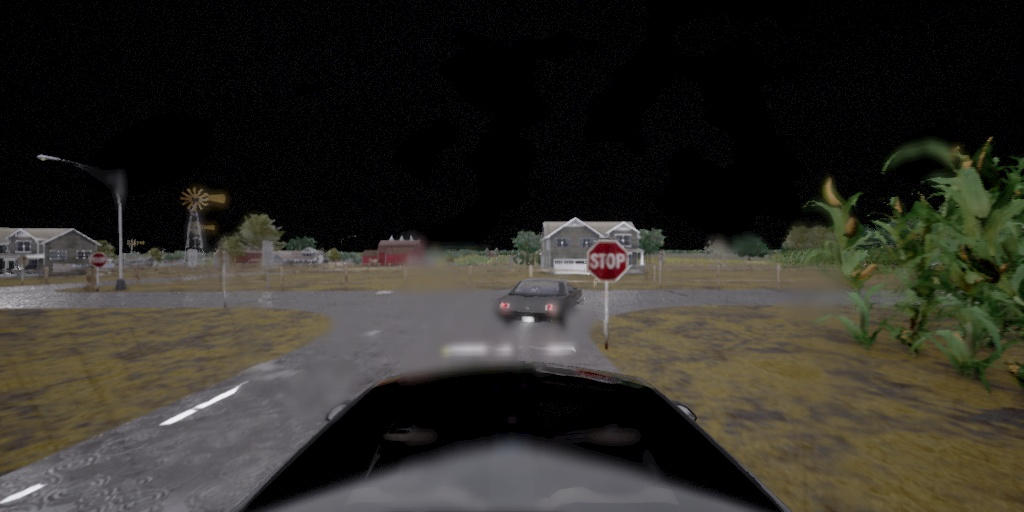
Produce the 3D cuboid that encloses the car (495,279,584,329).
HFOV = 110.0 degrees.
[{"bbox_3d":[1.118,1.372,11.479,1.895,1.301,4.718,0,0,18],"label":"car"}]
